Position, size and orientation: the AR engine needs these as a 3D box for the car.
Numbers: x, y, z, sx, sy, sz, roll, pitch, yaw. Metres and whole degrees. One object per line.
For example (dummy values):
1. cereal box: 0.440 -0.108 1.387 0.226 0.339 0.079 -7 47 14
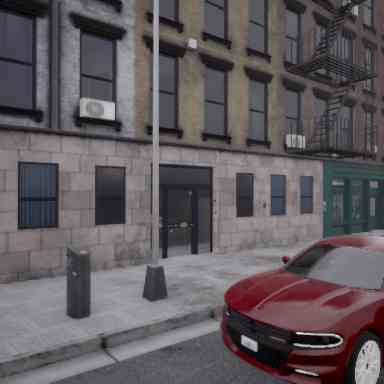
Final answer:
1. car: 2.695 1.477 5.298 5.008 1.535 1.882 0 0 -35
